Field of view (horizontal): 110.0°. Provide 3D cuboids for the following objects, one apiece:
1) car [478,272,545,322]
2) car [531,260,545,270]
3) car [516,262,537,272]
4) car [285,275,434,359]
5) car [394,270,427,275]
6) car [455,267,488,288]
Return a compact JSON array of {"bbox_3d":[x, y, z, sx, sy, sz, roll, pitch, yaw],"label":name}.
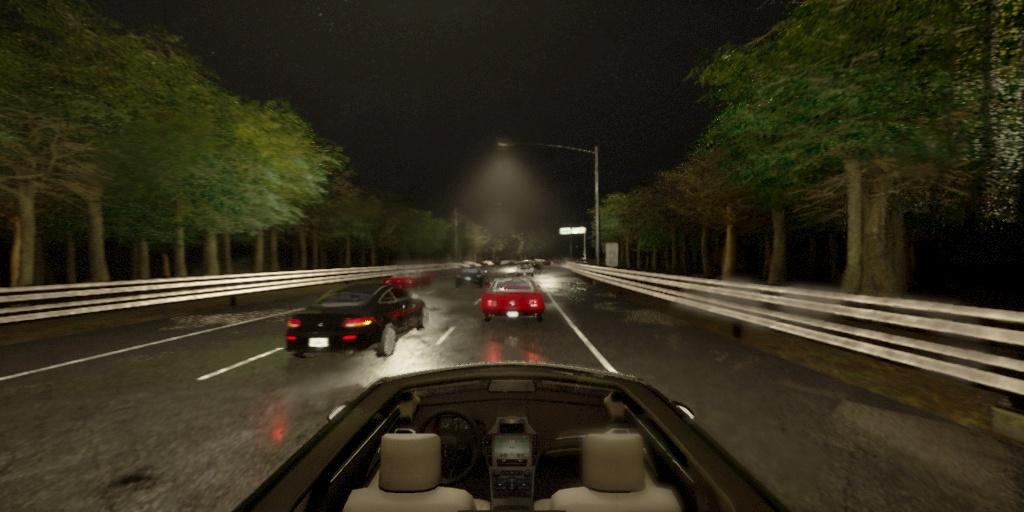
[{"bbox_3d":[0.077,1.430,12.716,1.895,1.301,4.718,-1,0,1],"label":"car"},{"bbox_3d":[3.998,1.474,61.111,2.097,1.767,4.553,-1,0,8],"label":"car"},{"bbox_3d":[1.536,1.602,39.800,1.895,1.301,4.718,-1,0,5],"label":"car"},{"bbox_3d":[-3.355,1.356,8.559,1.812,1.442,4.674,-1,0,0],"label":"car"},{"bbox_3d":[-6.463,1.561,23.186,1.895,1.301,4.718,-1,0,3],"label":"car"},{"bbox_3d":[-2.805,1.511,26.075,1.994,1.385,4.181,-1,0,3],"label":"car"}]
